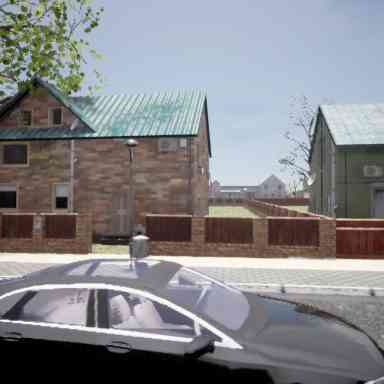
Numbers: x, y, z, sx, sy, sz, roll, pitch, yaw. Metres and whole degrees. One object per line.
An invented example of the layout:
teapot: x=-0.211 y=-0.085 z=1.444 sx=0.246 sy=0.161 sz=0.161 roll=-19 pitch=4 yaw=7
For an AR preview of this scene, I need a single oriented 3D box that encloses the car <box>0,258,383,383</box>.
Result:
car: x=-0.516 y=1.543 z=3.613 sx=4.902 sy=1.511 sz=2.128 roll=0 pitch=-1 yaw=9
